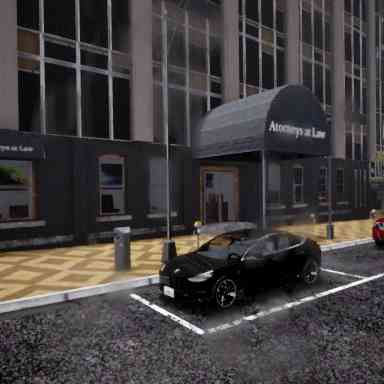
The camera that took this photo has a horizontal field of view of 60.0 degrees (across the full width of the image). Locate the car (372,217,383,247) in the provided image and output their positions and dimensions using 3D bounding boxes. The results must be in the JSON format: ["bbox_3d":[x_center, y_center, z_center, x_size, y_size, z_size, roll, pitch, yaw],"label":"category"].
[{"bbox_3d":[9.571,1.310,13.973,5.009,1.841,2.192,0,-1,-37],"label":"car"}]

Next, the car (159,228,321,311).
[{"bbox_3d":[1.290,1.564,7.777,4.313,1.339,1.947,0,-1,-37],"label":"car"}]
